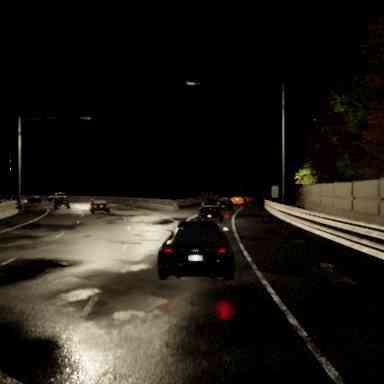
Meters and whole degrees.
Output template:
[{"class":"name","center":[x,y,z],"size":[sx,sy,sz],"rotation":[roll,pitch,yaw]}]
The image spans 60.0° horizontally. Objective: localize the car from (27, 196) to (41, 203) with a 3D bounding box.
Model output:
[{"class":"car","center":[-32.085,1.482,67.474],"size":[2.128,1.511,4.902],"rotation":[0,0,-40]}]

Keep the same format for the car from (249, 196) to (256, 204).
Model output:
[{"class":"car","center":[11.802,1.614,70.257],"size":[2.097,1.767,4.553],"rotation":[0,-3,15]}]

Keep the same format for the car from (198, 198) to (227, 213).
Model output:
[{"class":"car","center":[1.556,1.452,26.132],"size":[1.837,1.490,4.892],"rotation":[0,0,7]}]

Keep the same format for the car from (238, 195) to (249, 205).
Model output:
[{"class":"car","center":[7.794,1.262,55.391],"size":[2.097,1.767,4.553],"rotation":[0,0,15]}]

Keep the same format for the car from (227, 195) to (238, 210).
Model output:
[{"class":"car","center":[3.966,1.406,40.190],"size":[2.128,1.511,4.902],"rotation":[0,0,12]}]

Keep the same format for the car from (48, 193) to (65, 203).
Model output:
[{"class":"car","center":[-27.197,1.171,66.997],"size":[2.150,2.045,5.566],"rotation":[0,0,-40]}]

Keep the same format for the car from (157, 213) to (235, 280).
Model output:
[{"class":"car","center":[0.164,1.545,9.947],"size":[1.994,1.385,4.181],"rotation":[0,0,2]}]

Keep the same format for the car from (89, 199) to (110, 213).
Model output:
[{"class":"car","center":[-10.120,1.506,36.340],"size":[2.033,1.411,5.357],"rotation":[0,0,-20]}]

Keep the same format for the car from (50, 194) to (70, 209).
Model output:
[{"class":"car","center":[-17.963,1.466,45.695],"size":[1.837,1.490,4.892],"rotation":[0,0,-26]}]

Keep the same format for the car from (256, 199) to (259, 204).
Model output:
[{"class":"car","center":[16.251,2.568,85.799],"size":[1.882,1.535,5.008],"rotation":[0,-4,17]}]
